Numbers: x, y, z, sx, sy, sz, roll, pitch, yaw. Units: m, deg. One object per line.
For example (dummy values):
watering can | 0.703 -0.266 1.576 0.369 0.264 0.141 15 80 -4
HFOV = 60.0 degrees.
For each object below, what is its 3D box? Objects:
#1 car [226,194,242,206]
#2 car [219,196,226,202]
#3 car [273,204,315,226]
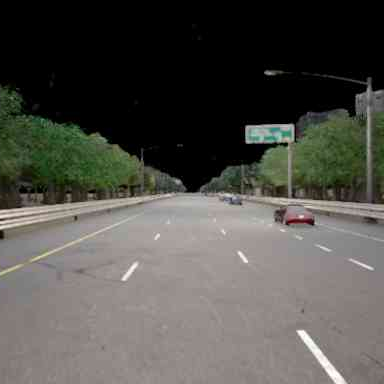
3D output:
car | 7.133 1.485 55.195 1.812 1.442 4.674 0 0 0
car | 7.206 1.522 76.737 1.895 1.301 4.718 0 0 0
car | 7.029 1.556 23.347 1.994 1.385 4.181 0 0 0
